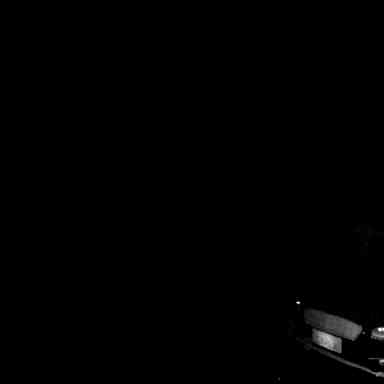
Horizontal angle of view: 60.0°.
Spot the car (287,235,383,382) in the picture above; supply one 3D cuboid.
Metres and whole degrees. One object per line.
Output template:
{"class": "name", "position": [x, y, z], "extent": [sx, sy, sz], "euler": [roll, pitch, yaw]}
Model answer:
{"class": "car", "position": [3.562, 1.464, 5.301], "extent": [4.902, 1.511, 2.128], "euler": [0, 0, -35]}
